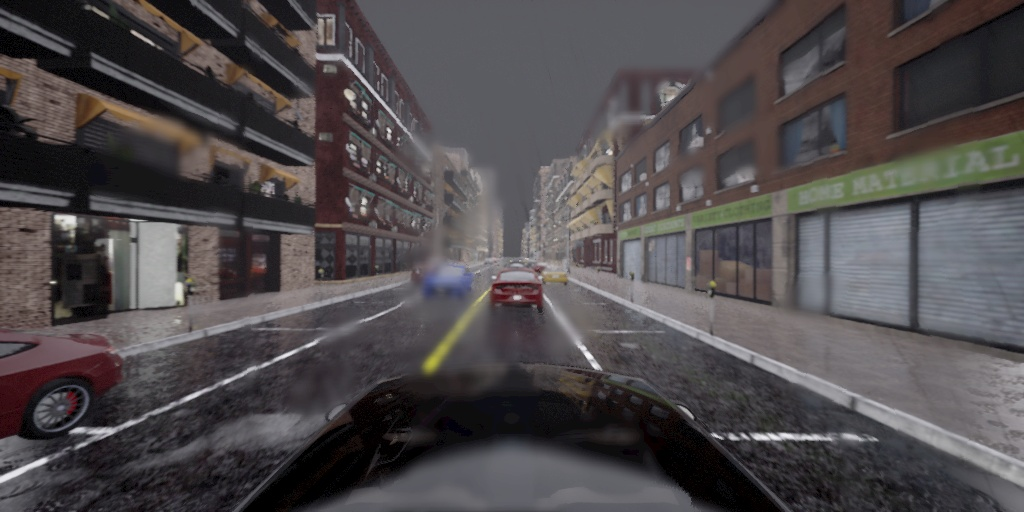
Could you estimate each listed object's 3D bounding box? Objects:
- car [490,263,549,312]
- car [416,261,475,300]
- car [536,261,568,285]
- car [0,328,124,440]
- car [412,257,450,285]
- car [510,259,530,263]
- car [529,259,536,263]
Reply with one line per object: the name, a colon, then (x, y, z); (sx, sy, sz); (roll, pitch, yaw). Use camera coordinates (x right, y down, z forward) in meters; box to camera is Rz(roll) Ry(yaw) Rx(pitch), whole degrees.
car: (0.201, 1.210, 14.194); (1.882, 1.535, 5.008); (0, 0, 1)
car: (-2.963, 1.190, 17.595); (1.882, 1.535, 5.008); (0, 0, 1)
car: (2.893, 1.252, 25.384); (1.751, 1.417, 4.829); (0, 0, 1)
car: (-5.703, 1.304, 2.753); (1.802, 1.307, 4.207); (0, 0, 1)
car: (-5.488, 1.003, 25.298); (2.192, 1.841, 5.009); (0, 0, 1)
car: (0.370, 1.230, 31.992); (1.812, 1.442, 4.674); (0, 0, 1)
car: (2.998, 1.254, 36.486); (1.888, 1.381, 4.507); (0, 0, 1)
